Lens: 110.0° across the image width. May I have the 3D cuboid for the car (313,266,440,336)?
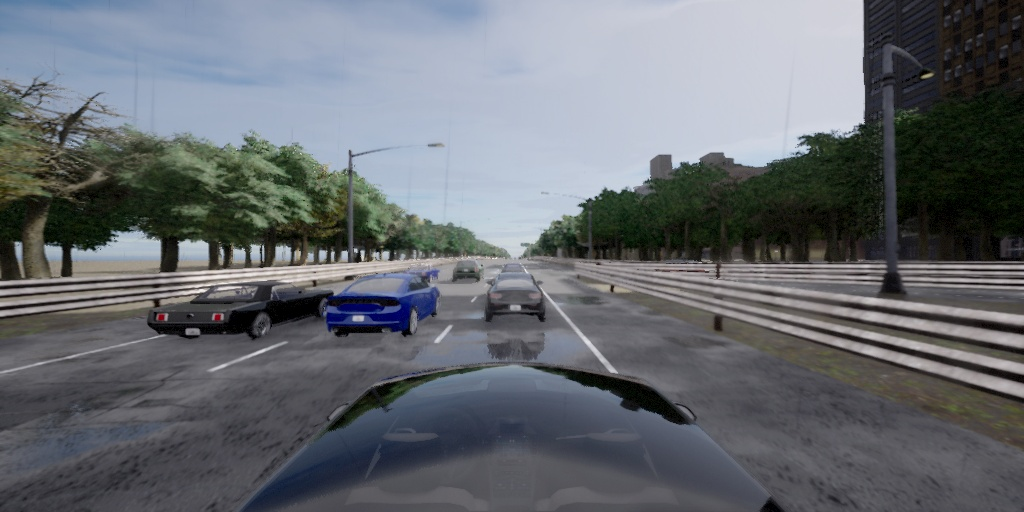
[{"bbox_3d":[-3.395,1.230,10.403,1.882,1.535,5.008,0,0,0],"label":"car"}]

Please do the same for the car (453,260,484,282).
[{"bbox_3d":[-3.394,1.063,28.697,2.097,1.767,4.553,0,0,0],"label":"car"}]

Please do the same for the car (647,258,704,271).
[{"bbox_3d":[13.119,1.015,29.143,2.097,1.767,4.553,0,-1,-25],"label":"car"}]

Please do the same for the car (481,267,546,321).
[{"bbox_3d":[0.103,1.278,12.305,1.812,1.442,4.674,0,0,0],"label":"car"}]

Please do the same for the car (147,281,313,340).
[{"bbox_3d":[-6.897,1.353,9.976,1.895,1.301,4.718,0,0,0],"label":"car"}]

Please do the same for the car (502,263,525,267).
[{"bbox_3d":[0.107,1.271,29.741,1.994,1.385,4.181,0,0,0],"label":"car"}]
